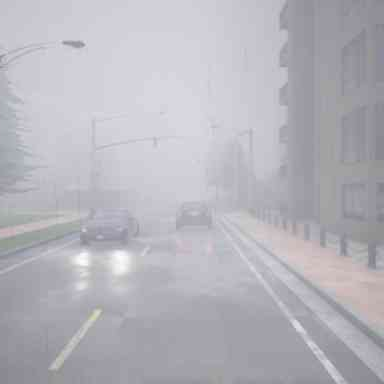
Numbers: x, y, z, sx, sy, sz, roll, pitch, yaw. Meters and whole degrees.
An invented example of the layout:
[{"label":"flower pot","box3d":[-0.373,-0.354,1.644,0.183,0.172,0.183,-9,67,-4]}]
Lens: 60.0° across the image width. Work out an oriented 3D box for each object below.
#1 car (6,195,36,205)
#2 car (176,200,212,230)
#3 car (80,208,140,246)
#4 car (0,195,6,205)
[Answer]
[{"label":"car","box3d":[-24.989,0.964,49.286,1.932,1.855,4.605,0,0,-1]},{"label":"car","box3d":[0.113,1.272,20.602,2.097,1.767,4.553,0,0,0]},{"label":"car","box3d":[-3.506,1.466,15.029,1.812,1.442,4.674,0,0,0]},{"label":"car","box3d":[-27.494,0.968,48.841,1.905,1.878,3.866,0,0,-1]}]
